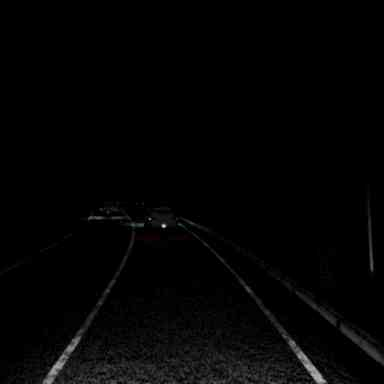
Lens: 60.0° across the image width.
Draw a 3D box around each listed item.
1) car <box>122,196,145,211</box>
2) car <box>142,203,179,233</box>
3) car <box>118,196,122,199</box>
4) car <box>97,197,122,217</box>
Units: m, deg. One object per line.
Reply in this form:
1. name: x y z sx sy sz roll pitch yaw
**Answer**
1. car: -6.977 1.385 40.865 2.097 1.767 4.553 1 0 -16
2. car: -1.892 1.592 20.151 1.812 1.442 4.674 1 0 -9
3. car: -15.267 1.421 71.797 1.895 1.301 4.718 0 0 0
4. car: -7.995 1.520 31.773 1.812 1.442 4.674 1 0 -15
